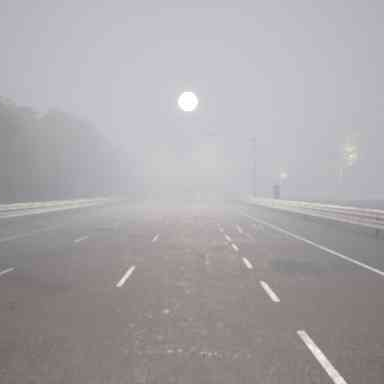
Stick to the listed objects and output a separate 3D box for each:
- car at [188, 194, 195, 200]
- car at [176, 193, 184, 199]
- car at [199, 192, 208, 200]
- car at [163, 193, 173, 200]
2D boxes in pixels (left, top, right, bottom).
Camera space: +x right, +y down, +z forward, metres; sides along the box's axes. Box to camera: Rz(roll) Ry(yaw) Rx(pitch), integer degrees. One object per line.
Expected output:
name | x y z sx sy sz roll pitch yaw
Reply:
car | -0.015 1.345 92.014 1.812 1.442 4.674 0 0 0
car | -3.515 1.296 91.597 1.882 1.535 5.008 0 0 0
car | 3.485 1.344 91.598 2.128 1.511 4.902 0 0 0
car | -7.015 1.296 91.597 1.882 1.535 5.008 0 0 0
